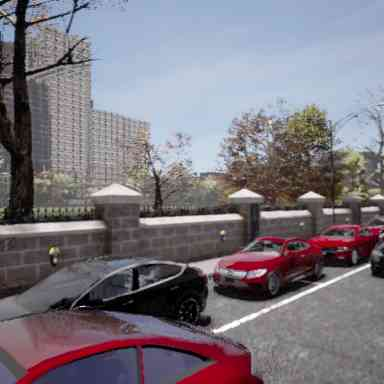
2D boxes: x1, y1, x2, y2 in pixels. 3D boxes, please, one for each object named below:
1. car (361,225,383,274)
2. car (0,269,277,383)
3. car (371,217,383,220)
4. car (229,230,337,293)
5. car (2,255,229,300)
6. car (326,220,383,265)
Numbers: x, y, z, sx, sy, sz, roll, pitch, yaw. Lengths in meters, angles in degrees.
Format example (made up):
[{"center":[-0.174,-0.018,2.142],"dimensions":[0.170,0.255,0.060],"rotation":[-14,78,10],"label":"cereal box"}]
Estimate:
[{"center":[7.476,1.922,11.029],"dimensions":[1.994,1.385,4.181],"rotation":[-3,-3,44],"label":"car"},{"center":[-1.232,1.695,2.291],"dimensions":[1.994,1.385,4.181],"rotation":[-3,-3,45],"label":"car"},{"center":[10.277,2.044,17.742],"dimensions":[1.967,1.590,4.097],"rotation":[-3,-3,44],"label":"car"},{"center":[2.401,1.967,9.699],"dimensions":[1.802,1.307,4.206],"rotation":[-3,-3,44],"label":"car"},{"center":[-1.540,1.845,5.679],"dimensions":[1.947,1.339,4.313],"rotation":[-3,-3,44],"label":"car"},{"center":[6.339,2.037,13.719],"dimensions":[1.887,1.381,4.507],"rotation":[-3,-3,44],"label":"car"}]
